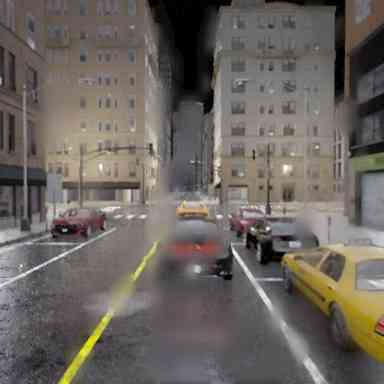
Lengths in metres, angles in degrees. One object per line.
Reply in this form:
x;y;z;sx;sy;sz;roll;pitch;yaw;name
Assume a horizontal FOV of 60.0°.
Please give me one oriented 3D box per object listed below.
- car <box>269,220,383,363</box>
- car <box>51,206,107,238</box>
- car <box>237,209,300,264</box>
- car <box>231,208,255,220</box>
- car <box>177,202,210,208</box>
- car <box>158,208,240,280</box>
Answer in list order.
2.882;1.489;5.974;1.752;1.417;4.829;-1;0;0;car
-5.633;1.442;16.996;1.887;1.381;4.507;-1;0;0;car
2.897;1.497;11.390;1.947;1.339;4.313;-1;0;0;car
2.912;1.479;16.976;1.802;1.307;4.206;-1;0;0;car
0.087;1.356;20.169;1.882;1.535;5.008;0;0;1;car
0.092;1.446;9.741;1.837;1.490;4.892;0;0;0;car
